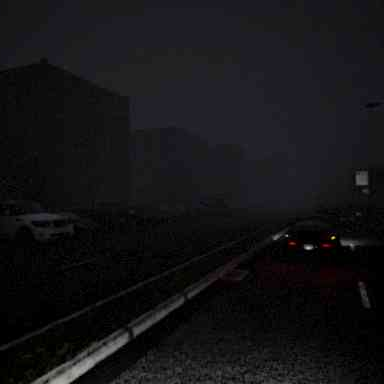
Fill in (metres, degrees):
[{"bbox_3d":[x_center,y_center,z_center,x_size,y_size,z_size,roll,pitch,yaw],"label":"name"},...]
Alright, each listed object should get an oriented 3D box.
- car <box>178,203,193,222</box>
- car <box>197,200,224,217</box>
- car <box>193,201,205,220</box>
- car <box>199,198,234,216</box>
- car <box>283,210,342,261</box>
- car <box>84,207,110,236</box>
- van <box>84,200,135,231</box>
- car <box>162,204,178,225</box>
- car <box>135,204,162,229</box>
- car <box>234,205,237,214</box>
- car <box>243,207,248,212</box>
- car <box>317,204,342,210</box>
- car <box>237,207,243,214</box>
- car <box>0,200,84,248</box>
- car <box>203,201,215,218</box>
[{"bbox_3d":[-2.830,1.818,28.442,4.892,1.521,2.231,0,-1,23],"label":"car"},{"bbox_3d":[0.468,1.959,36.023,5.008,1.535,2.097,0,-1,23],"label":"car"},{"bbox_3d":[-1.731,1.862,30.969,4.892,1.521,2.231,0,-1,23],"label":"car"},{"bbox_3d":[1.545,1.763,38.565,5.566,2.045,2.435,0,-1,23],"label":"car"},{"bbox_3d":[4.692,1.620,12.807,1.812,1.442,4.674,0,-1,24],"label":"car"},{"bbox_3d":[-7.222,1.719,18.332,4.674,1.452,2.002,0,-1,23],"label":"car"},{"bbox_3d":[-6.178,1.484,21.018,4.442,1.987,1.878,0,-1,24],"label":"van"},{"bbox_3d":[-3.896,1.806,25.900,4.792,1.488,2.163,0,-1,23],"label":"car"},{"bbox_3d":[-5.027,1.740,23.388,5.008,1.535,2.097,0,-1,23],"label":"car"},{"bbox_3d":[2.699,1.946,41.064,4.553,1.767,2.185,0,-1,23],"label":"car"},{"bbox_3d":[5.038,2.195,46.055,5.366,1.575,1.946,0,-2,23],"label":"car"},{"bbox_3d":[12.070,1.817,29.324,1.882,1.535,5.008,0,-1,24],"label":"car"},{"bbox_3d":[3.765,2.174,43.601,4.674,1.452,2.002,0,-1,23],"label":"car"},{"bbox_3d":[-8.294,1.401,15.792,5.566,2.045,2.435,0,-1,23],"label":"car"},{"bbox_3d":[-0.622,1.908,33.492,5.008,1.535,2.097,0,-1,23],"label":"car"}]
